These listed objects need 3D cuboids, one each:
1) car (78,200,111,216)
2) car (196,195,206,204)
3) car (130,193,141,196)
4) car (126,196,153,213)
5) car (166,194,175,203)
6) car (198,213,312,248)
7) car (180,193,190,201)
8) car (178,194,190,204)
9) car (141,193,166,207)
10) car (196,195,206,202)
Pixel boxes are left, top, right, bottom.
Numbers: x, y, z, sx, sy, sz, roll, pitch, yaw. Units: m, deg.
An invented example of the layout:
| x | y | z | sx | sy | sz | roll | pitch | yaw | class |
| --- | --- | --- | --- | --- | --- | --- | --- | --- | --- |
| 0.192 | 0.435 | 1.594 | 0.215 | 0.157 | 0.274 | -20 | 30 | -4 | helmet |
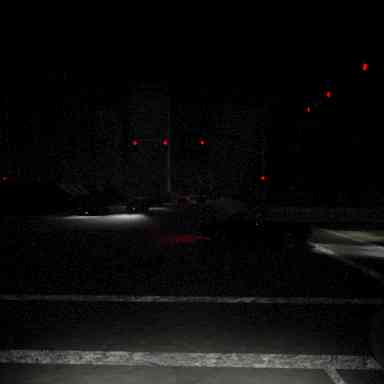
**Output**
| x | y | z | sx | sy | sz | roll | pitch | yaw | class |
| --- | --- | --- | --- | --- | --- | --- | --- | --- | --- |
| -9.657 | 1.547 | 33.441 | 2.033 | 1.411 | 5.357 | 0 | 0 | 2 | car |
| 1.763 | 1.505 | 65.370 | 1.837 | 1.490 | 4.892 | 0 | 0 | 1 | car |
| -9.107 | 1.221 | 54.469 | 2.150 | 2.045 | 5.566 | 0 | 0 | 2 | car |
| -6.046 | 1.491 | 37.249 | 2.128 | 1.511 | 4.902 | 0 | 0 | 1 | car |
| -5.143 | 1.555 | 69.189 | 2.033 | 1.411 | 5.357 | 0 | 0 | 1 | car |
| 2.782 | 1.601 | 14.638 | 4.718 | 1.301 | 1.895 | 0 | 0 | 23 | car |
| -1.505 | 1.182 | 74.644 | 2.097 | 1.767 | 4.553 | 0 | 0 | 1 | car |
| -1.720 | 1.564 | 66.084 | 1.994 | 1.385 | 4.181 | 0 | 0 | 1 | car |
| -5.719 | 1.222 | 50.153 | 2.150 | 2.045 | 5.566 | 0 | 0 | 1 | car |
| 1.995 | 1.352 | 74.586 | 2.128 | 1.511 | 4.902 | 0 | 0 | 1 | car |
